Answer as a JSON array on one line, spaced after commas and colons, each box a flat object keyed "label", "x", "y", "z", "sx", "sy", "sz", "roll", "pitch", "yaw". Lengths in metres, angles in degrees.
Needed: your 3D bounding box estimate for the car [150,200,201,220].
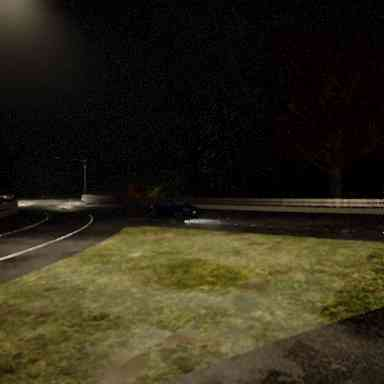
[{"label": "car", "x": -1.364, "y": 1.343, "z": 26.197, "sx": 4.181, "sy": 1.385, "sz": 1.994, "roll": 0, "pitch": 1, "yaw": 39}]
